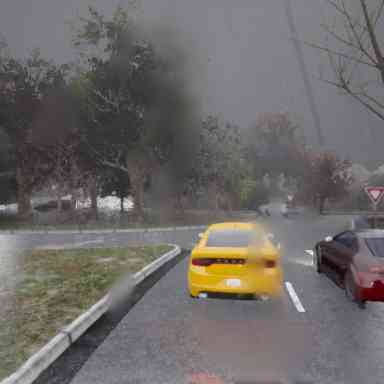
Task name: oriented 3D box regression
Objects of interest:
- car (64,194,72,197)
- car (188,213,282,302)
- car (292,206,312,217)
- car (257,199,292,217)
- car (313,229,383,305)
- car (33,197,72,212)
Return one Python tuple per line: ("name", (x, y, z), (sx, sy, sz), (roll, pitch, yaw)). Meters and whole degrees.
("car", (-32.853, 1.877, 85.267), (1.946, 1.575, 5.366), (0, 2, -12))
("car", (1.116, 1.517, 8.497), (1.882, 1.535, 5.008), (0, -1, 8))
("car", (12.506, 2.286, 39.908), (1.895, 1.301, 4.718), (0, -1, -6))
("car", (9.397, 1.887, 39.176), (2.150, 2.045, 5.566), (0, -1, -4))
("car", (4.338, 1.591, 8.067), (1.994, 1.385, 4.181), (0, -1, 7))
("car", (-21.818, 2.190, 52.275), (5.566, 2.045, 2.150), (1, -2, -36))
